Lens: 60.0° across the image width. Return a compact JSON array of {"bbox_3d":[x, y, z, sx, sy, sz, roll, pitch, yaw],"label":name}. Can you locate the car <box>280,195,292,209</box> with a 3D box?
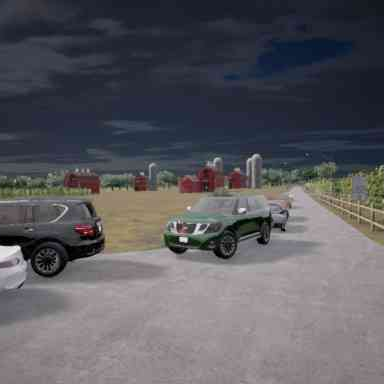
[{"bbox_3d":[6.215,1.242,24.770,1.882,1.535,5.008,0,0,17],"label":"car"}]

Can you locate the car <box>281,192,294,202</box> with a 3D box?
[{"bbox_3d":[16.508,0.889,57.332,1.882,1.535,5.008,0,1,18],"label":"car"}]

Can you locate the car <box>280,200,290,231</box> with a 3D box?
[{"bbox_3d":[4.376,1.386,19.032,1.994,1.385,4.181,0,0,17],"label":"car"}]

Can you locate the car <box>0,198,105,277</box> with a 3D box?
[{"bbox_3d":[-5.385,1.231,9.616,5.566,2.045,2.150,-1,1,-4],"label":"car"}]

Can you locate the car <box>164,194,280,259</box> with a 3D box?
[{"bbox_3d":[1.271,1.112,12.702,2.150,2.045,5.566,0,0,34],"label":"car"}]

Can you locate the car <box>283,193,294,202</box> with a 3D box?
[{"bbox_3d":[10.576,1.126,38.566,1.837,1.490,4.892,0,1,17],"label":"car"}]

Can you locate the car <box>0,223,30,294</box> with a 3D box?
[{"bbox_3d":[-5.746,1.614,6.309,4.674,1.442,1.812,-2,1,-26],"label":"car"}]
